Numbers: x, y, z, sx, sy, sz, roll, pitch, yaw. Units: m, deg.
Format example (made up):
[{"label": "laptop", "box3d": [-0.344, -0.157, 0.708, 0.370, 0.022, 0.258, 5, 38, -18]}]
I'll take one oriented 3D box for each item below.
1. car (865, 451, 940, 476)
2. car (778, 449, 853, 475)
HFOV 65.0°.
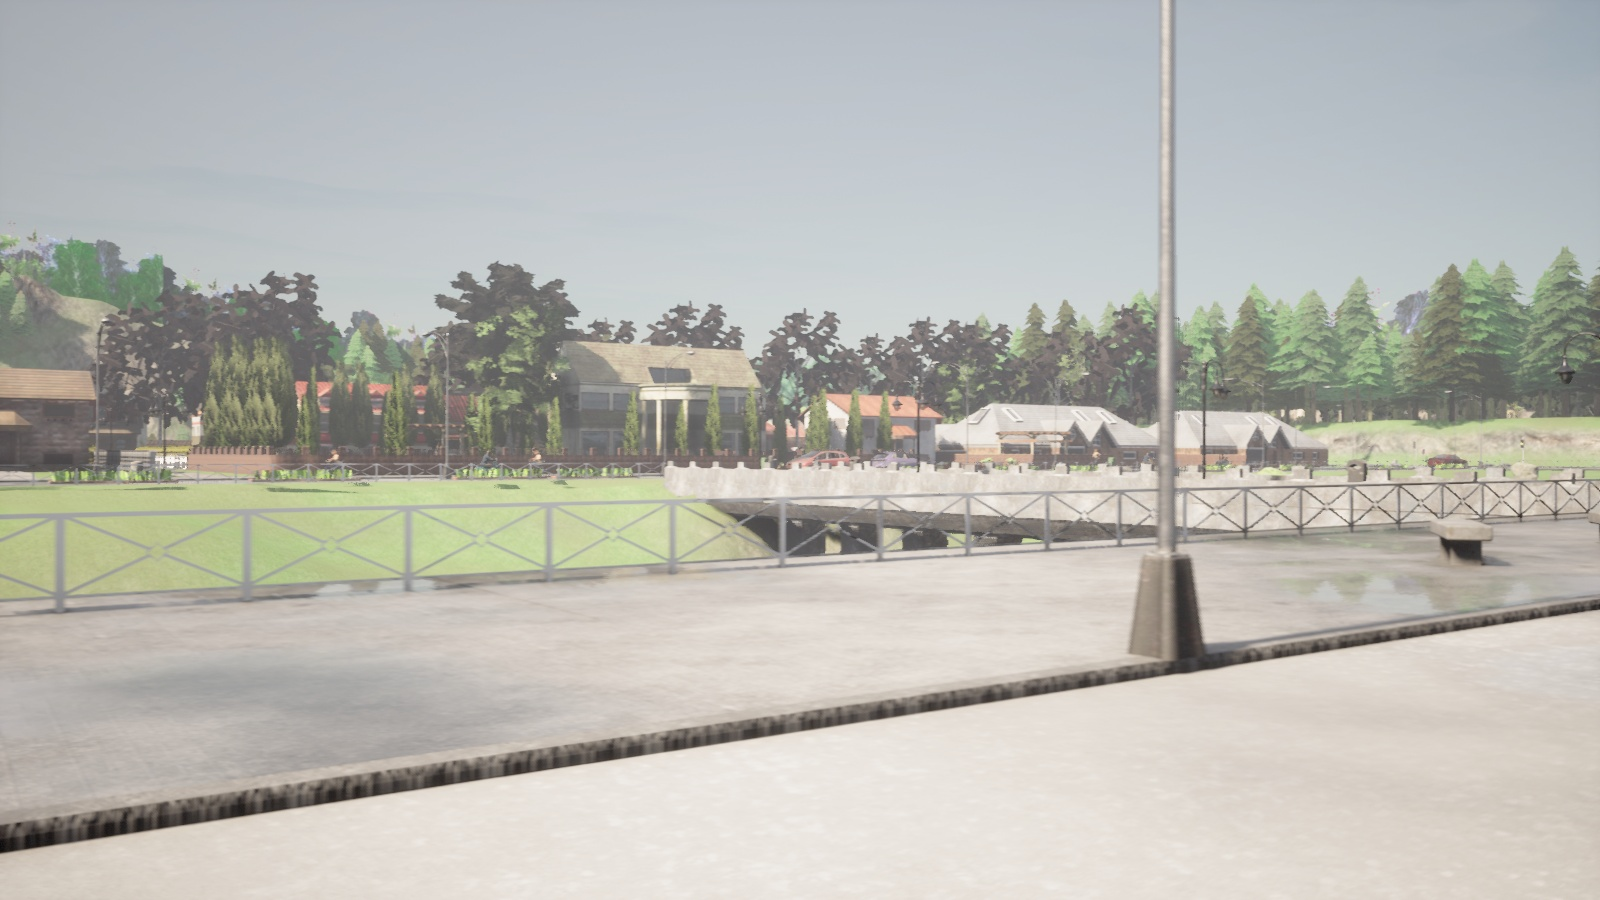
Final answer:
[{"label": "car", "box3d": [6.894, 0.867, 84.219, 4.856, 1.649, 2.033, 0, 0, -35]}, {"label": "car", "box3d": [1.084, 0.795, 85.051, 4.611, 1.667, 2.242, 0, 0, -35]}]
